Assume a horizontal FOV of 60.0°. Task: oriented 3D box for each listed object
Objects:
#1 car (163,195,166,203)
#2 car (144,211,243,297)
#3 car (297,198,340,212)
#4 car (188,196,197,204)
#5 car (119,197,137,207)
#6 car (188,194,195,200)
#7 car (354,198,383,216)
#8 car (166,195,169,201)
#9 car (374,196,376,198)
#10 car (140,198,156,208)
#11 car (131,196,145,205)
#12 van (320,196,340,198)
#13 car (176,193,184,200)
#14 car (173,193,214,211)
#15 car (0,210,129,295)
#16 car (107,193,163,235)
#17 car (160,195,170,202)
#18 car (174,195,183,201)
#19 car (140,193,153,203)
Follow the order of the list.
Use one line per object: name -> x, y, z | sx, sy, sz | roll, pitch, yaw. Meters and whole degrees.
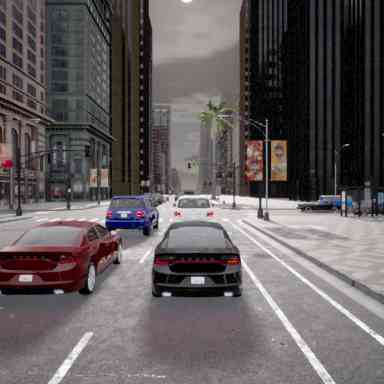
car -> -6.605, 1.225, 60.351 | 2.150, 2.045, 5.566 | 0, 0, 1
car -> 0.094, 1.477, 8.608 | 1.882, 1.535, 5.008 | 0, 0, 0
car -> 14.224, 1.584, 37.133 | 4.718, 1.301, 1.895 | 0, 0, 0
car -> 0.062, 1.509, 67.702 | 1.837, 1.490, 4.892 | 0, 0, 0
car -> -9.912, 1.494, 51.832 | 2.128, 1.511, 4.902 | 0, 0, -3
car -> -0.052, 1.485, 93.367 | 1.882, 1.535, 5.008 | 0, 0, 0
car -> 17.053, 1.549, 31.272 | 4.403, 1.369, 2.008 | 0, 0, 0
car -> -6.539, 1.600, 70.422 | 1.895, 1.301, 4.718 | 0, 0, 0
car -> 22.721, 1.285, 39.801 | 5.009, 1.841, 2.192 | 0, 0, 0
car -> -6.607, 1.603, 50.583 | 1.895, 1.301, 4.718 | 0, 0, -1
car -> -9.847, 1.529, 61.476 | 1.812, 1.442, 4.674 | 0, 0, 0
van -> 17.044, 1.315, 39.796 | 3.998, 1.788, 1.690 | 0, 0, 0
car -> -3.301, 1.194, 92.029 | 2.097, 1.767, 4.553 | 0, 0, 0
car -> 0.091, 1.221, 18.568 | 2.150, 2.045, 5.566 | 0, 0, 0
car -> -3.155, 1.477, 8.761 | 1.882, 1.535, 5.008 | 0, 0, 0
car -> -3.189, 1.221, 18.626 | 2.150, 2.045, 5.566 | 0, 0, 2
car -> -6.545, 1.531, 80.616 | 2.128, 1.511, 4.902 | 0, 0, 0
car -> -3.296, 1.497, 81.639 | 1.837, 1.490, 4.892 | 0, 0, 0
car -> -9.790, 1.230, 71.875 | 2.150, 2.045, 5.566 | 0, 0, 0
